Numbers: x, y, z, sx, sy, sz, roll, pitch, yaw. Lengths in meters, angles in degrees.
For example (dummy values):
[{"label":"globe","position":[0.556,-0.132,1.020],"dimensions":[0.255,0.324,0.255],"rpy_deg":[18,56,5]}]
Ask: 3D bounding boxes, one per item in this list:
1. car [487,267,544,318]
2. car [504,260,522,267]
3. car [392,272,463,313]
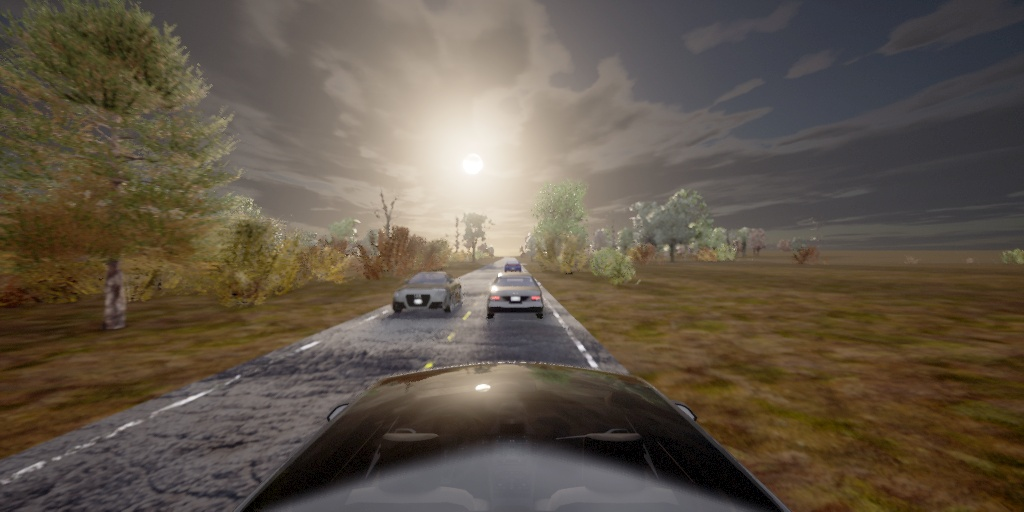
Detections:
[{"label":"car","position":[0.101,1.288,12.955],"dimensions":[2.033,1.411,5.357],"rpy_deg":[0,0,0]},{"label":"car","position":[0.107,1.182,41.203],"dimensions":[1.882,1.535,5.008],"rpy_deg":[0,0,0]},{"label":"car","position":[-3.097,1.304,13.808],"dimensions":[1.994,1.385,4.181],"rpy_deg":[0,0,0]}]
